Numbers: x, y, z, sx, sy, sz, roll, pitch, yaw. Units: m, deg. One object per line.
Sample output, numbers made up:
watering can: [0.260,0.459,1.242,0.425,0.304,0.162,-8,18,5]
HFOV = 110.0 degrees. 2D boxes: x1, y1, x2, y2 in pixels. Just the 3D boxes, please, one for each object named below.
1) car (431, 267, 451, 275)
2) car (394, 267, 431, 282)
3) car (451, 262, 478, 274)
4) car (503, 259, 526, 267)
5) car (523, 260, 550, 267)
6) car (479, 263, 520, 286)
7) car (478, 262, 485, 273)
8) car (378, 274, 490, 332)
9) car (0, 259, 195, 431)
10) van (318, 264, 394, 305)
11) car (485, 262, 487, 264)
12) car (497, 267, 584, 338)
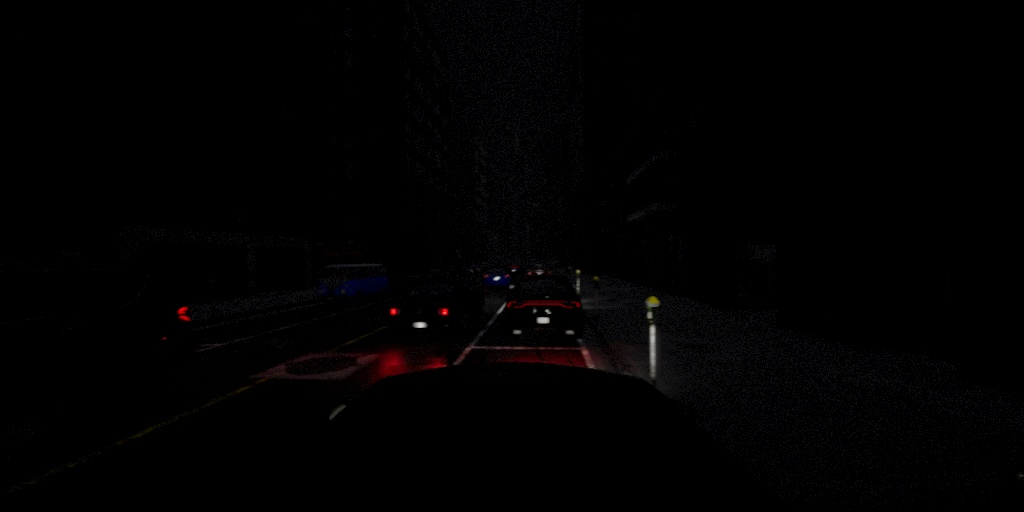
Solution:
car: [-6.349,1.538,27.831,1.802,1.307,4.207,0,0,5]
car: [-6.843,1.500,22.352,1.948,1.339,4.313,0,0,5]
car: [-5.362,1.565,38.789,1.948,1.339,4.313,0,0,5]
car: [0.495,1.415,40.752,1.882,1.535,5.008,-1,0,5]
car: [2.141,1.287,27.066,1.967,1.591,4.097,0,0,5]
car: [-0.800,1.438,25.240,1.994,1.385,4.181,-1,0,5]
car: [-4.869,1.603,44.268,1.802,1.307,4.207,0,0,5]
car: [-2.075,1.421,11.092,1.895,1.301,4.718,-1,0,5]
car: [-6.026,1.052,3.069,2.150,2.045,5.566,-1,0,6]
van: [-7.336,1.255,16.872,1.690,1.789,3.998,0,0,5]
car: [-4.375,1.484,49.747,1.967,1.591,4.097,0,0,5]
car: [0.903,1.257,10.282,1.882,1.535,5.008,-1,0,5]
